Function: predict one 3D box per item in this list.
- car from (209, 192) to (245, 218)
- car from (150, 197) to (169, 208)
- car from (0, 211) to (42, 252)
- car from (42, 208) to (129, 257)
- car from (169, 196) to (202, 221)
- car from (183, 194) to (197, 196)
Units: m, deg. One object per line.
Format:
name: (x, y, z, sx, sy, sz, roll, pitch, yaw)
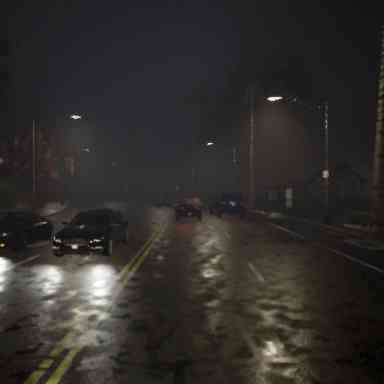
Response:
car: (2.842, 1.043, 27.931, 2.150, 2.045, 5.566, 0, 1, -7)
car: (-3.924, 1.274, 42.168, 2.033, 1.411, 5.357, 0, 0, -19)
car: (-7.133, 1.477, 13.250, 1.994, 1.385, 4.181, 0, 0, 0)
car: (-3.631, 1.421, 12.699, 1.837, 1.490, 4.892, 0, 1, 0)
car: (-0.394, 1.326, 25.540, 2.128, 1.511, 4.902, 0, 0, -6)
car: (-0.421, 1.076, 42.550, 2.097, 1.767, 4.553, 0, 0, -18)
